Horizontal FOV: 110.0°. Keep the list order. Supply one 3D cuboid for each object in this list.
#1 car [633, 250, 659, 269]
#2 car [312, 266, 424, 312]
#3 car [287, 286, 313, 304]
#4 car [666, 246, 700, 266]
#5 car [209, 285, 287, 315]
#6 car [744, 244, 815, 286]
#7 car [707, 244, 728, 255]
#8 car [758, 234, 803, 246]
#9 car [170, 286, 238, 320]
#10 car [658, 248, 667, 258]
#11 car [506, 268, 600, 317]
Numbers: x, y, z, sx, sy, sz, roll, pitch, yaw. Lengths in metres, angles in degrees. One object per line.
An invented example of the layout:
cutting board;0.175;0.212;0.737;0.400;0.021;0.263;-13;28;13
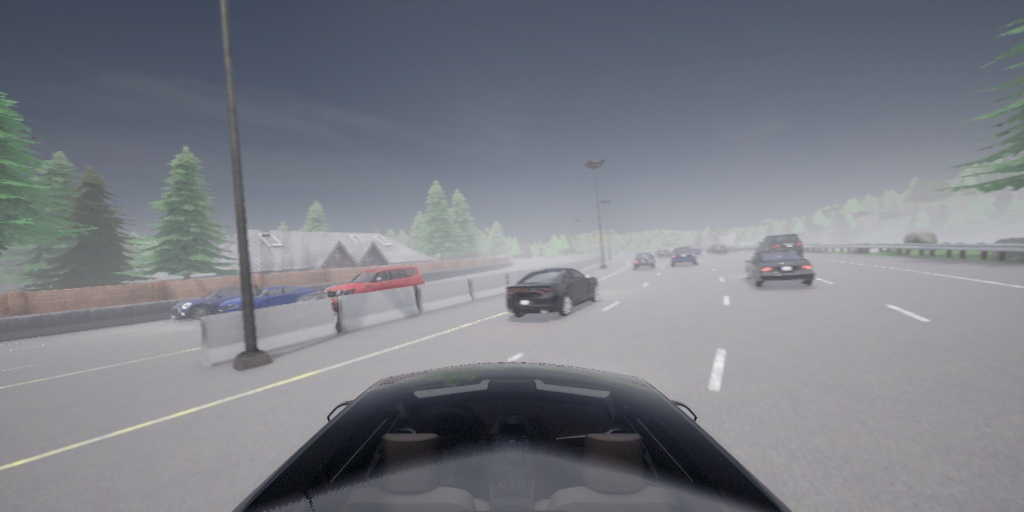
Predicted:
car;12.510;0.428;33.915;2.033;1.411;5.357;-5;0;22
car;-7.136;1.685;19.158;2.150;2.045;5.566;-5;0;31
car;-10.071;2.253;21.015;1.812;1.442;4.674;-5;0;30
car;16.004;-0.068;33.733;2.097;1.767;4.553;-5;0;22
car;-14.122;2.551;21.103;1.882;1.535;5.008;-5;0;31
car;11.251;0.419;15.356;2.033;1.411;5.357;-5;0;28
car;29.700;-0.982;52.005;2.128;1.511;4.902;-5;0;15
car;22.064;-0.740;29.716;2.150;2.045;5.566;-5;0;22
car;-17.746;2.739;21.916;2.097;1.767;4.553;-5;0;32
car;23.700;-0.442;56.599;2.128;1.511;4.902;-5;0;14
car;1.647;1.154;12.977;1.882;1.535;5.008;-5;0;31
